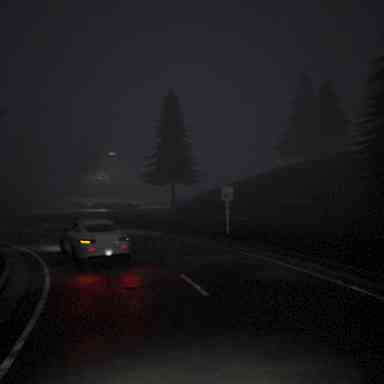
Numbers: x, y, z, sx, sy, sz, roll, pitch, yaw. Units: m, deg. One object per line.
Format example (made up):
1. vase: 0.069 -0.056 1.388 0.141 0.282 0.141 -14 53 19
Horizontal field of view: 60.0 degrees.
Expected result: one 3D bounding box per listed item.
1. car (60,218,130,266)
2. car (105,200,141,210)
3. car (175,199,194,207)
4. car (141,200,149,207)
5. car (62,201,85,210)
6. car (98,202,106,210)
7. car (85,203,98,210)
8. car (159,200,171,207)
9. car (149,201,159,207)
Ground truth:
1. car: -3.713 1.716 12.456 1.812 1.442 4.674 0 -1 -29
2. car: -11.345 2.362 55.074 1.895 1.301 4.718 -1 -1 42
3. car: -1.471 2.269 66.251 1.812 1.442 4.674 -1 0 41
4. car: -10.917 2.410 71.397 1.882 1.535 5.008 -1 -1 41
5. car: -20.969 2.428 59.972 1.882 1.535 5.008 -1 -1 42
6. car: -13.587 2.386 57.801 1.994 1.385 4.181 -1 -1 42
7. car: -16.406 2.448 59.878 1.994 1.385 4.181 -1 -1 42
8. car: -3.858 2.283 68.835 1.882 1.535 5.008 -1 -1 41
9. car: -6.171 2.392 71.505 2.128 1.511 4.902 -1 -1 41
